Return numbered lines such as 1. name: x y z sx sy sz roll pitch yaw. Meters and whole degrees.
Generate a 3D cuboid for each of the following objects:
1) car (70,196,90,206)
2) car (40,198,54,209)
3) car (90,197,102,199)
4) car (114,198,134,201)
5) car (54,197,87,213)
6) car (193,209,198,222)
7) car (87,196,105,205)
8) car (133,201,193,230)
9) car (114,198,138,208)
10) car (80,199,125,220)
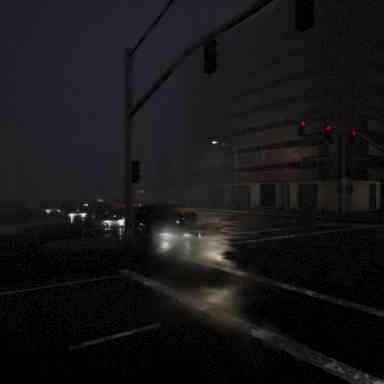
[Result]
1. car: -19.911 1.547 58.954 2.128 1.511 4.902 0 0 -35
2. car: -19.807 1.533 46.472 1.882 1.535 5.008 0 0 -35
3. car: -12.947 1.603 42.800 2.033 1.411 5.357 0 0 -35
4. car: -6.861 1.407 34.223 2.097 1.767 4.553 0 0 -36
5. car: -13.758 1.603 37.899 2.033 1.411 5.357 0 0 -35
6. car: -1.485 1.533 26.661 1.882 1.535 5.008 0 0 -35
7. car: -17.961 1.581 62.260 1.812 1.442 4.674 0 0 -34
8. car: -2.254 1.560 21.702 1.837 1.490 4.892 0 0 -36
9. car: -10.250 1.656 51.410 1.895 1.301 4.718 0 0 -35
10. car: -7.898 1.603 29.639 2.033 1.411 5.357 0 0 -35
